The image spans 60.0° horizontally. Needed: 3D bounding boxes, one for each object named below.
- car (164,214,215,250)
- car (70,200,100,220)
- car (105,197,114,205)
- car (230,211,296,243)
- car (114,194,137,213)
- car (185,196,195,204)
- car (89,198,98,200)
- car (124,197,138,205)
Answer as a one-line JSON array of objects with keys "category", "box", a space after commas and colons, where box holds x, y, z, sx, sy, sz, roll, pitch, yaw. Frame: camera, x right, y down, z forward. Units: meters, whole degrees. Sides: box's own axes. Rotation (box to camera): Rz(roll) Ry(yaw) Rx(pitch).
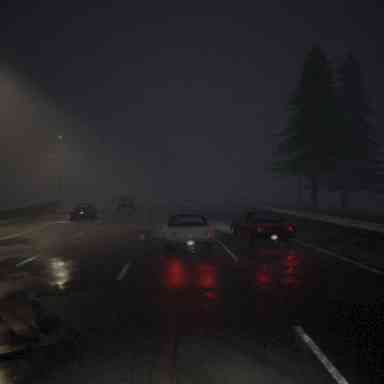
[{"category": "car", "box": [-0.252, 1.603, 14.490, 1.895, 1.301, 4.718, -1, 0, -5]}, {"category": "car", "box": [-9.416, 1.677, 29.234, 1.994, 1.385, 4.181, -1, 0, -11]}, {"category": "car", "box": [-15.116, 1.686, 62.253, 1.837, 1.490, 4.892, 0, 0, -22]}, {"category": "car", "box": [3.158, 1.561, 15.845, 1.895, 1.301, 4.718, -1, 0, -6]}, {"category": "car", "box": [-7.807, 1.314, 39.596, 2.150, 2.045, 5.566, 0, 0, -14]}, {"category": "car", "box": [-0.483, 1.492, 63.804, 2.128, 1.511, 4.902, -1, 0, -1]}, {"category": "car", "box": [-18.647, 1.825, 62.704, 1.895, 1.301, 4.718, -1, 0, -24]}, {"category": "car", "box": [-11.589, 1.663, 62.780, 1.812, 1.442, 4.674, 0, 0, -21]}]
